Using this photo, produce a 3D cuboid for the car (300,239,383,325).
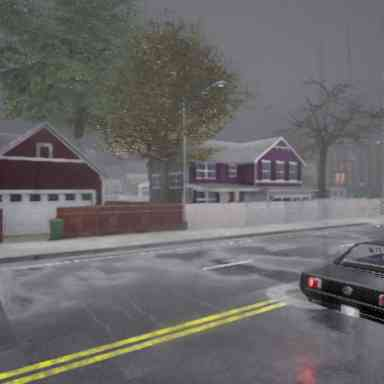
[{"bbox_3d":[4.346,1.623,6.582,4.718,1.301,1.895,0,0,-35],"label":"car"}]
